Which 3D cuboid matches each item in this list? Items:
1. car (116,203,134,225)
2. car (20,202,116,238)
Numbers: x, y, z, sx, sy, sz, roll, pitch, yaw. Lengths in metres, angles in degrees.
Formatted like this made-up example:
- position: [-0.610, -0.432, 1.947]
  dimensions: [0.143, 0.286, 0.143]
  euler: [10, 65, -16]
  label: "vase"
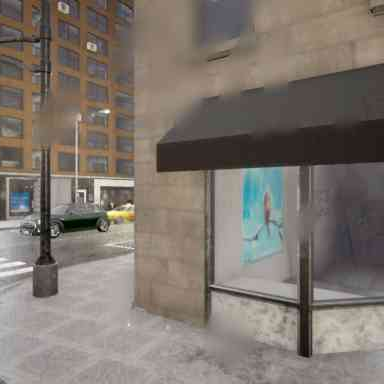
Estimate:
- position: [-4.871, 1.548, 24.673]
  dimensions: [1.752, 1.417, 4.829]
  euler: [0, 0, 36]
  label: "car"
- position: [-6.674, 1.366, 17.848]
  dimensions: [2.097, 1.767, 4.553]
  euler: [0, 0, 36]
  label: "car"
